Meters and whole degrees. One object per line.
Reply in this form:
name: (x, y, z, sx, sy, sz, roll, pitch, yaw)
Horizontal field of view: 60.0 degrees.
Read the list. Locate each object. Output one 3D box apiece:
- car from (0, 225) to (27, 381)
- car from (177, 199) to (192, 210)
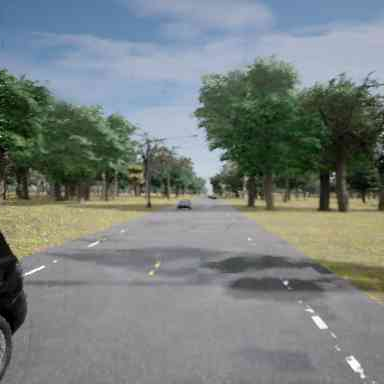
car: (-3.379, 1.256, 2.191, 2.150, 2.045, 5.566, -1, 0, 3)
car: (-0.991, 1.676, 45.685, 2.033, 1.411, 5.357, -1, 0, 3)
